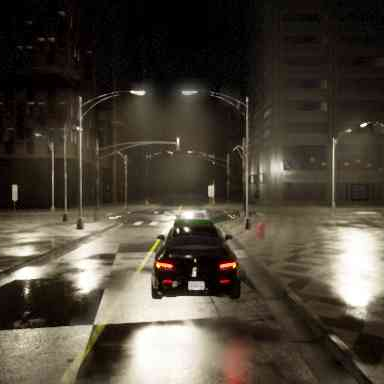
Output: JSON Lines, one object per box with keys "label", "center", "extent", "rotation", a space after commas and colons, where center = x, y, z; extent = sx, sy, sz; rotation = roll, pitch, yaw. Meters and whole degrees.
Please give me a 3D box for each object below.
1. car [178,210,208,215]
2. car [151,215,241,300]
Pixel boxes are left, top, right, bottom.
{"label": "car", "center": [0.058, 1.590, 17.307], "extent": [1.895, 1.301, 4.718], "rotation": [0, 0, 0]}
{"label": "car", "center": [0.077, 1.521, 8.282], "extent": [1.812, 1.442, 4.674], "rotation": [0, 0, 0]}
